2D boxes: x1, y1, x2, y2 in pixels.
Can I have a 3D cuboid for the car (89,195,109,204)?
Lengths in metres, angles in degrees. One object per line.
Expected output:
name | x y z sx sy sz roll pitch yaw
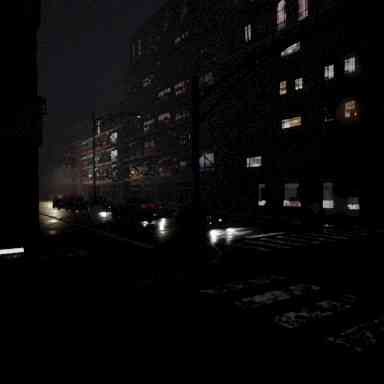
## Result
car | -15.501 1.217 55.303 1.752 1.417 4.829 -1 1 -35

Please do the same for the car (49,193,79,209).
car | -15.862 1.313 41.049 1.967 1.590 4.097 -1 1 -35

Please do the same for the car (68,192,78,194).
car | -19.807 1.210 56.810 2.128 1.511 4.902 -1 1 -35

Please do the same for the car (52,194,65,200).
car | -31.513 1.125 78.569 2.008 1.369 4.403 -1 1 -35

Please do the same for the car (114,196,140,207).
car | -9.057 1.266 45.942 1.752 1.417 4.829 -1 1 -35

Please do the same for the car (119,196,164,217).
car | -4.310 1.258 28.826 2.097 1.767 4.553 -1 1 -35

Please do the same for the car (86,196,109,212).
car | -9.906 1.426 36.971 1.994 1.385 4.181 -1 1 -35

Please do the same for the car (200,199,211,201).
car | 0.788 1.360 31.821 1.887 1.381 4.507 -1 1 -35

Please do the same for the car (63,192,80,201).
car | -25.071 0.935 69.204 2.192 1.841 5.009 -1 1 -35

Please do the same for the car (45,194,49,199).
car | -34.831 1.075 83.389 1.752 1.417 4.829 -1 1 -35

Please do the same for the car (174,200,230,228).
car | 0.586 1.508 21.720 1.994 1.385 4.181 -1 1 -34

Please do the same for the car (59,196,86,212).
car | -12.640 1.448 36.369 2.008 1.369 4.403 -1 1 -35

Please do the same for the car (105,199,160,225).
car | -4.406 1.509 24.178 1.887 1.381 4.507 -1 1 -35
